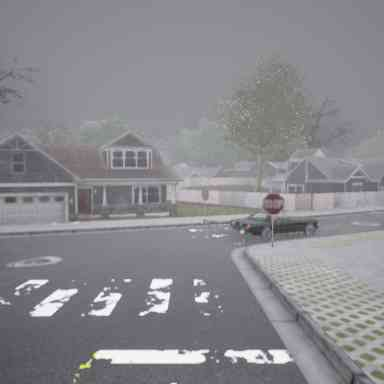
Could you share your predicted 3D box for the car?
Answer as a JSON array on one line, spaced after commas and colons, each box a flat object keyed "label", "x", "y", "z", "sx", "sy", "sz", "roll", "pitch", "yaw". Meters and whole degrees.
[{"label": "car", "x": 4.461, "y": 1.649, "z": 17.613, "sx": 4.718, "sy": 1.301, "sz": 1.895, "roll": -1, "pitch": 3, "yaw": -27}]
